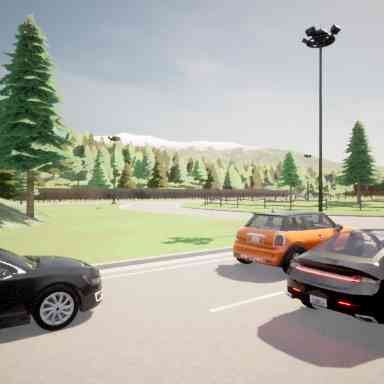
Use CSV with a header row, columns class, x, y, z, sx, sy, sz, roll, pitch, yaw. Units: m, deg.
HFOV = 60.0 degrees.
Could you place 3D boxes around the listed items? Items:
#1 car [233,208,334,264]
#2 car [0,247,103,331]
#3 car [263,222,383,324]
class,x,y,z,sx,sy,sz,roll,pitch,yaw
car,3.522,1.352,10.575,4.553,1.767,2.097,0,0,-35
car,-3.899,1.505,5.265,4.892,1.490,1.837,0,0,-35
car,3.958,1.492,6.600,4.902,1.511,2.128,0,0,-35
